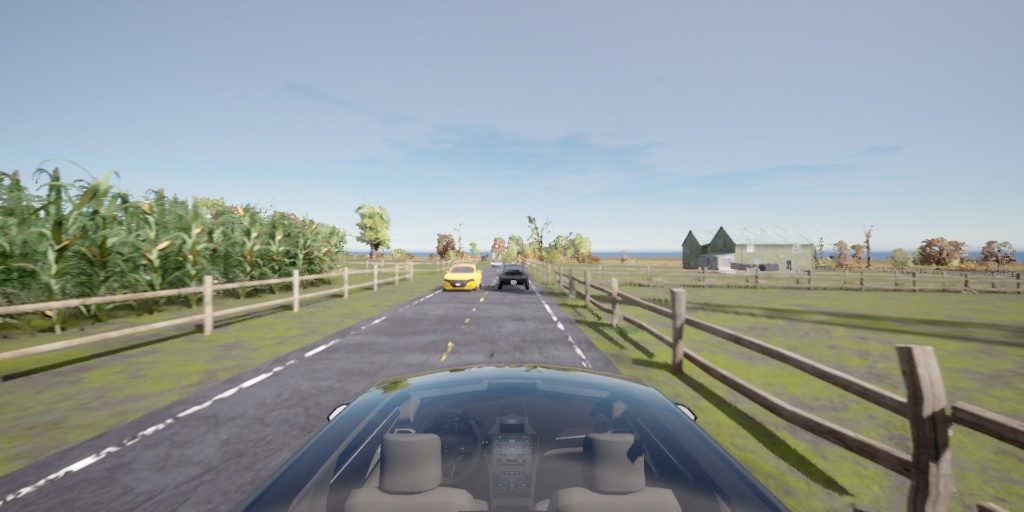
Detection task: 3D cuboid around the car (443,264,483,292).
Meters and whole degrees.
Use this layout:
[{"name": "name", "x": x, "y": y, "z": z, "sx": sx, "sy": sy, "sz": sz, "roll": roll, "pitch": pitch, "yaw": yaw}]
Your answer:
[{"name": "car", "x": -2.849, "y": 1.229, "z": 21.417, "sx": 1.882, "sy": 1.535, "sz": 5.008, "roll": 0, "pitch": 0, "yaw": 0}]

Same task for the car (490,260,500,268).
[{"name": "car", "x": -2.779, "y": 1.393, "z": 63.045, "sx": 1.895, "sy": 1.301, "sz": 4.718, "roll": 0, "pitch": 0, "yaw": 1}]

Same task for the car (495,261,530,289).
[{"name": "car", "x": 0.102, "y": 1.257, "z": 22.806, "sx": 1.837, "sy": 1.490, "sz": 4.892, "roll": 0, "pitch": 0, "yaw": 0}]
